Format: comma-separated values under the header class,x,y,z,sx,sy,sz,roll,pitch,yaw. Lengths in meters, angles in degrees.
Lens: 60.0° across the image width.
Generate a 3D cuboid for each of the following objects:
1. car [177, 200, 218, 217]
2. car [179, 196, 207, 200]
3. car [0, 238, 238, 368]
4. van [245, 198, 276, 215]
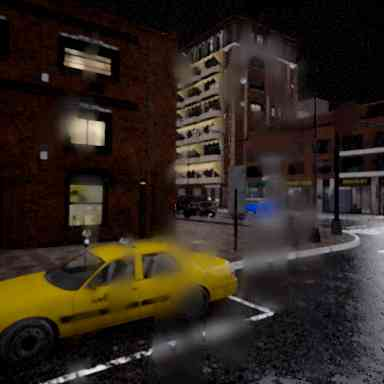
class,x,y,z,sx,sy,sz,roll,pitch,yaw
car,0.448,1.703,32.039,1.947,1.339,4.313,0,-1,-35
car,0.507,1.437,36.539,2.150,2.045,5.566,1,-1,-35
car,-1.380,1.523,5.725,4.829,1.417,1.752,0,1,-35
van,7.347,1.615,36.798,1.690,1.788,3.998,0,-1,-35
